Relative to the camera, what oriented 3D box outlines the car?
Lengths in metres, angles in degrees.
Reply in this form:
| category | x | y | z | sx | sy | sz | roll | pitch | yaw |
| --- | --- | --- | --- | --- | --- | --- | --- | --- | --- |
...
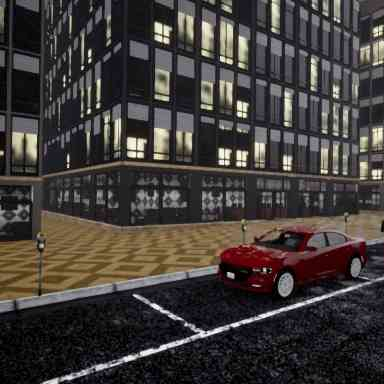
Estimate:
| category | x | y | z | sx | sy | sz | roll | pitch | yaw |
| --- | --- | --- | --- | --- | --- | --- | --- | --- | --- |
| car | 2.665 | 1.547 | 8.454 | 4.507 | 1.381 | 1.887 | 0 | 1 | -36 |
